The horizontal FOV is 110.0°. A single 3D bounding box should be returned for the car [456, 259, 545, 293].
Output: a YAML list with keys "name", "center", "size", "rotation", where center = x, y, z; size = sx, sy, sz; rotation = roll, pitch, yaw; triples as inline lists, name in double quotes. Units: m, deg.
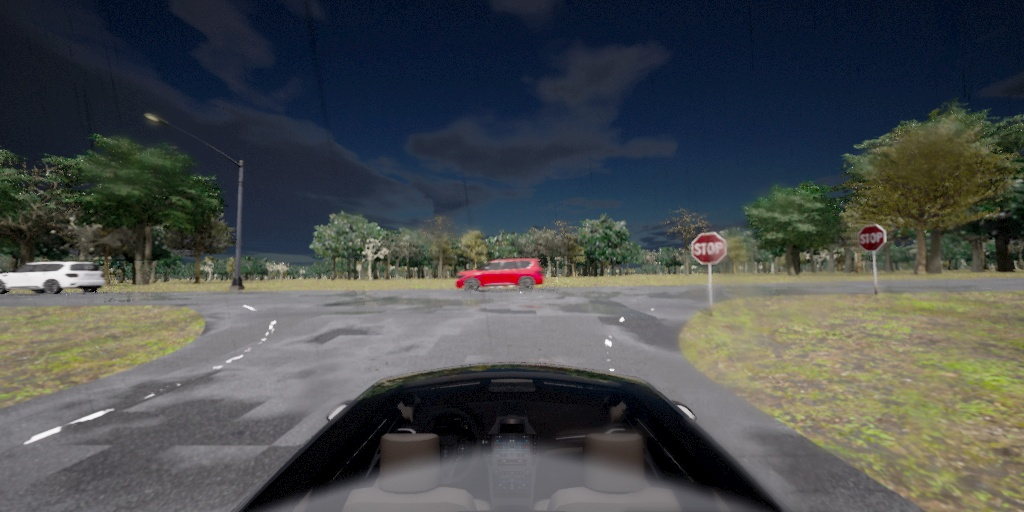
- name: "car"
  center: [-0.712, 1.241, 22.580]
  size: [5.566, 2.045, 2.150]
  rotation: [-2, -2, -1]

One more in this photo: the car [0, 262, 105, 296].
- name: "car"
  center: [-29.405, 1.426, 22.786]
  size: [5.566, 2.045, 2.150]
  rotation: [-1, -3, 1]
